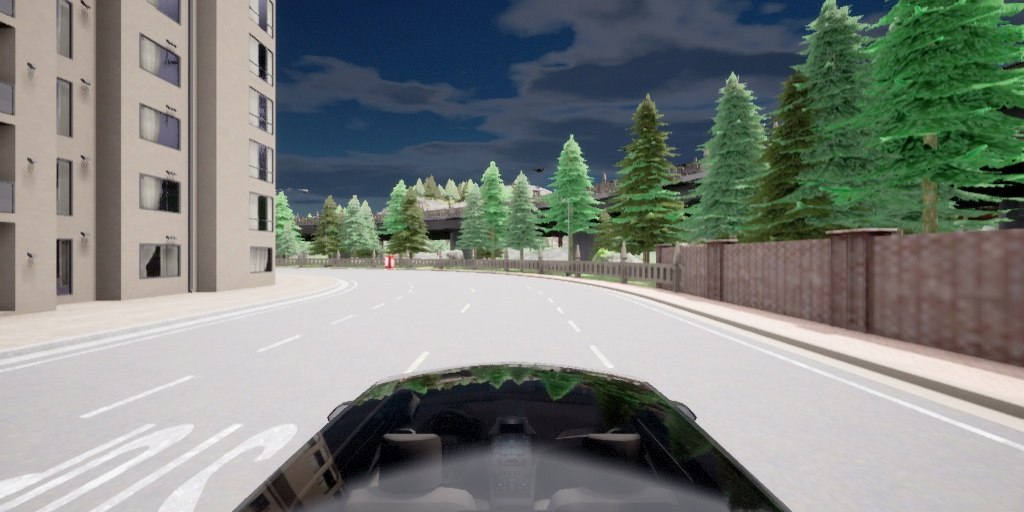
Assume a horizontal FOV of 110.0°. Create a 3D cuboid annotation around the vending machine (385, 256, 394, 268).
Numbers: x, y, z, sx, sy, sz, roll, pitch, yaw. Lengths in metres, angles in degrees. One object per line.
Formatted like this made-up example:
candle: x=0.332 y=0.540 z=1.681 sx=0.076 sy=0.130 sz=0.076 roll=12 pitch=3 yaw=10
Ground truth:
vending machine: x=-18.035 y=0.927 z=52.789 sx=0.880 sy=2.100 sz=1.100 roll=0 pitch=0 yaw=22
